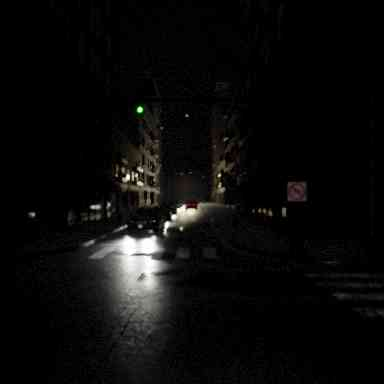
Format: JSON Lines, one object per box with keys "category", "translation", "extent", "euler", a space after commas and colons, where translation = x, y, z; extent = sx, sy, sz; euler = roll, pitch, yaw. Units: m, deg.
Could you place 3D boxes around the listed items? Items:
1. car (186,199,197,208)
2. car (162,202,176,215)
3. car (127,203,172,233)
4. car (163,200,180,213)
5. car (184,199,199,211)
{"category": "car", "translation": [-0.047, 2.126, 60.365], "extent": [1.837, 1.490, 4.892], "euler": [0, -1, 0]}
{"category": "car", "translation": [-2.862, 1.875, 30.462], "extent": [1.994, 1.385, 4.181], "euler": [0, -1, 0]}
{"category": "car", "translation": [-2.803, 1.710, 21.302], "extent": [2.128, 1.511, 4.902], "euler": [0, -1, 3]}
{"category": "car", "translation": [-2.872, 1.763, 40.194], "extent": [2.097, 1.767, 4.553], "euler": [0, -1, 0]}
{"category": "car", "translation": [-0.039, 2.017, 49.946], "extent": [1.837, 1.490, 4.892], "euler": [0, -1, 0]}
